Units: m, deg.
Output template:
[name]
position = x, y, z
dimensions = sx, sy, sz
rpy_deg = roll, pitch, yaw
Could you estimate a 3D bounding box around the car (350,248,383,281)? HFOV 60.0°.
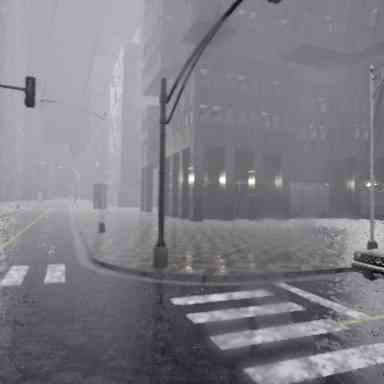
[car]
position = 6.914, 1.912, 9.434
dimensions = 4.718, 1.301, 1.895
rpy_deg = 1, -2, -21
